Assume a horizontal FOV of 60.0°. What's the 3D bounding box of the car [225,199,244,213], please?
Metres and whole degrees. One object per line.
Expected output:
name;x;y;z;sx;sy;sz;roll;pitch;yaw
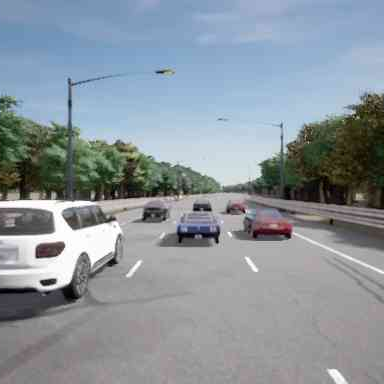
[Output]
car;4.677;1.526;36.152;1.812;1.442;4.674;0;0;3

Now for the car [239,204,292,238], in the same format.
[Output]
car;3.882;1.554;17.638;1.994;1.385;4.181;0;0;2

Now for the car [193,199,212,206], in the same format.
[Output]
car;1.075;1.472;34.222;1.882;1.535;5.008;0;0;3

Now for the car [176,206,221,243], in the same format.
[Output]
car;0.331;1.586;16.102;1.895;1.301;4.718;0;0;1

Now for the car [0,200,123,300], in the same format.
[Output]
car;-3.323;1.206;8.497;2.150;2.045;5.566;0;0;1

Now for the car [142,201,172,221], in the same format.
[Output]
car;-2.786;1.489;26.981;1.837;1.490;4.892;0;0;2
